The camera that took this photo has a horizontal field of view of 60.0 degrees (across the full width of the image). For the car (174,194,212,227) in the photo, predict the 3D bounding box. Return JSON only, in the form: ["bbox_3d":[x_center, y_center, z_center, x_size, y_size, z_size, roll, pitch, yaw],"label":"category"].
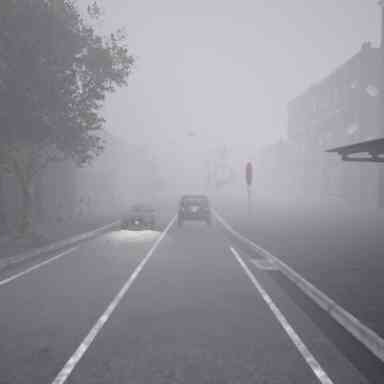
[{"bbox_3d":[0.164,1.170,22.799,2.150,2.045,5.566,0,1,0],"label":"car"}]

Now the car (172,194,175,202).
[{"bbox_3d":[-2.672,1.095,62.231,2.033,1.411,5.357,0,1,1],"label":"car"}]

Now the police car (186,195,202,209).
[{"bbox_3d":[0.281,1.182,42.068,1.930,1.638,5.238,0,1,0],"label":"police car"}]

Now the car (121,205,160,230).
[{"bbox_3d":[-3.127,1.525,20.890,1.994,1.385,4.181,0,0,1],"label":"car"}]
